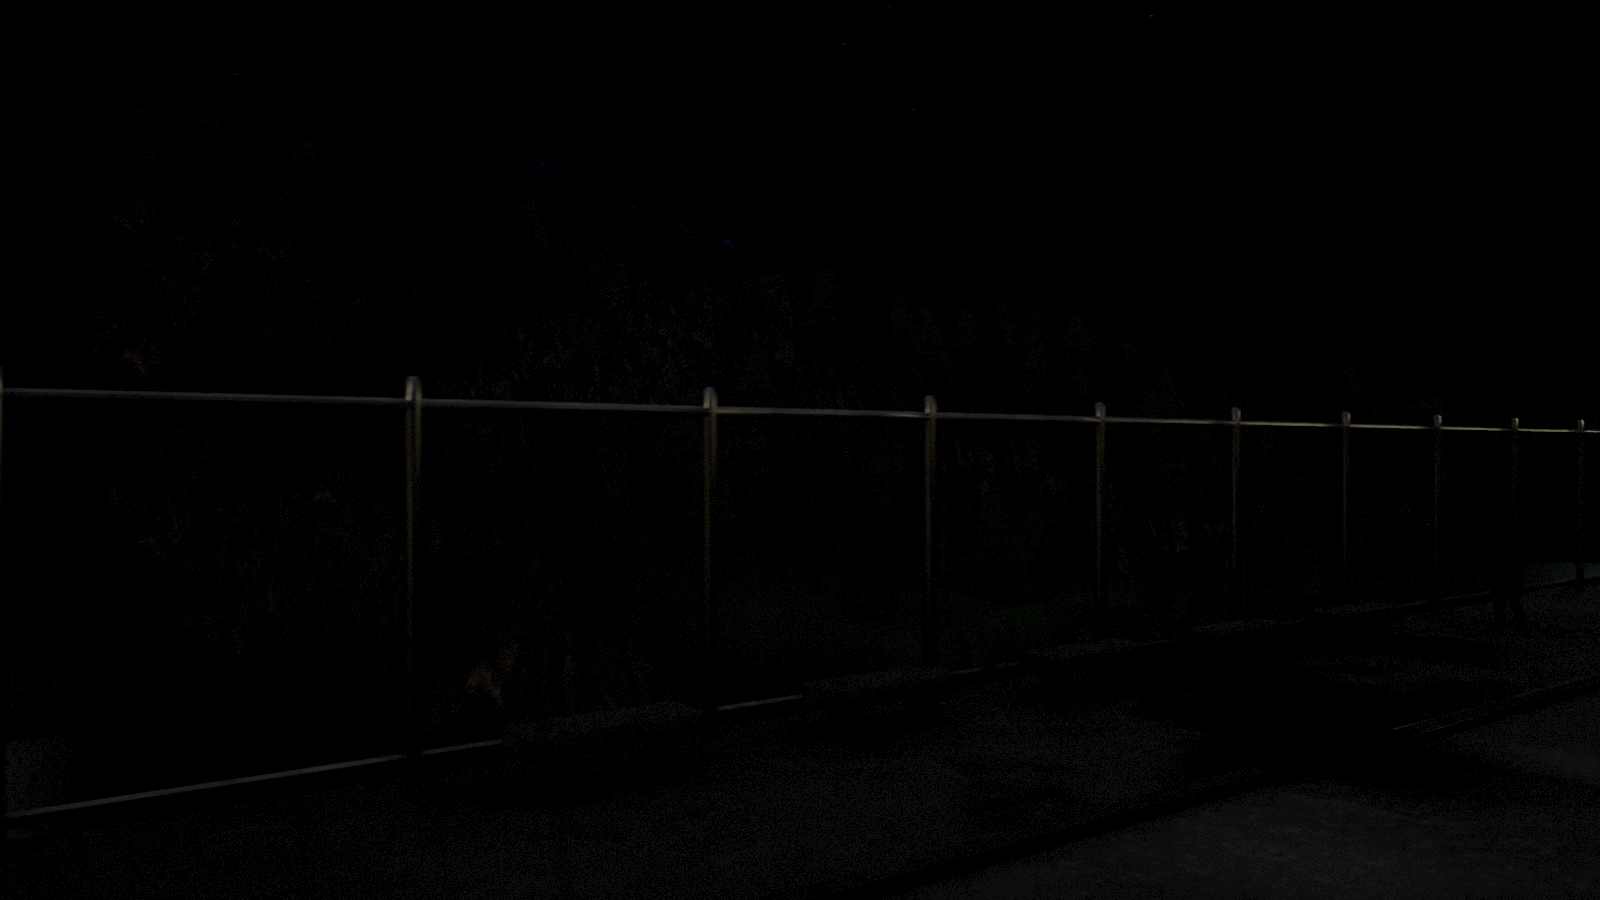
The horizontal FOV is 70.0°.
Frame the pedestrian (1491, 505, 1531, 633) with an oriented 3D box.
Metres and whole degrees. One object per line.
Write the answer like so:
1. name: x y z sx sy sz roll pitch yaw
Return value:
1. pedestrian: 10.610 1.758 17.055 0.375 1.860 0.375 0 0 -28
